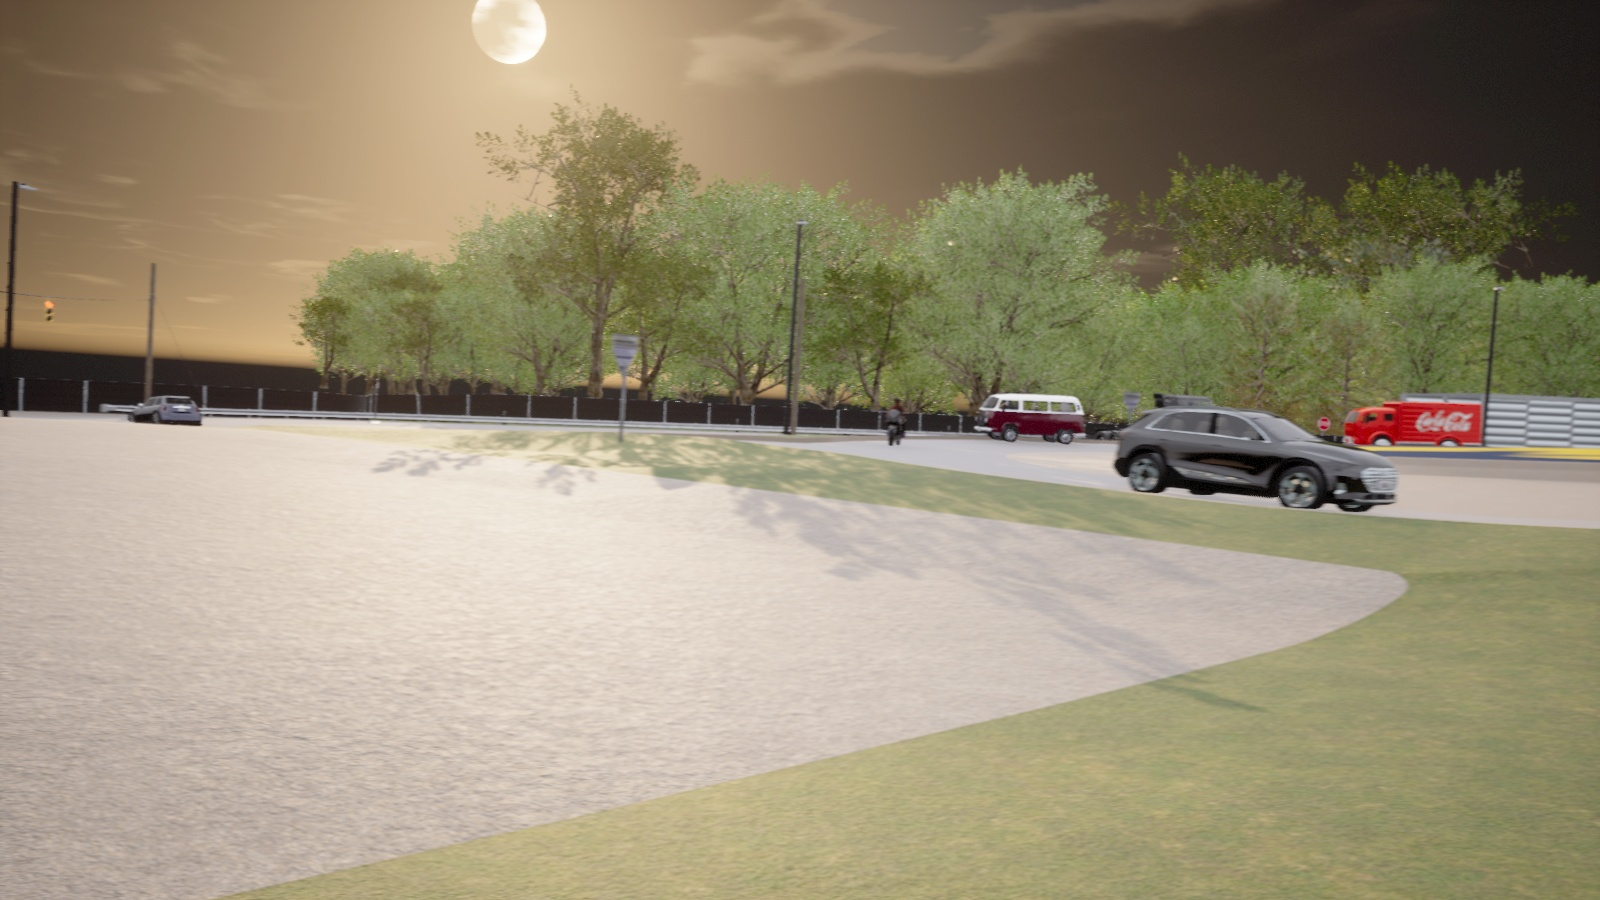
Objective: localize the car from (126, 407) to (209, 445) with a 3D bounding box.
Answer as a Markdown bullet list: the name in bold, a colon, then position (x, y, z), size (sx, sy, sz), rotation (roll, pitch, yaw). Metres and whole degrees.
- **car**: position (-28.075, -1.054, 55.668), size (3.806, 1.475, 1.970), rotation (-3, -2, 41)

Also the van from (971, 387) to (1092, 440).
- **van**: position (9.717, -1.545, 52.811), size (4.480, 2.038, 2.069), rotation (1, 3, -12)

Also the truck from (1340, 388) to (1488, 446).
- **truck**: position (26.741, -1.457, 54.871), size (5.204, 2.467, 2.627), rotation (0, 2, 6)

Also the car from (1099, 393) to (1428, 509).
- **car**: position (7.732, -0.068, 21.424), size (2.033, 1.649, 4.856), rotation (0, 3, -38)

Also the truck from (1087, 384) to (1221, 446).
- **truck**: position (20.748, -2.062, 74.079), size (2.891, 3.462, 7.936), rotation (0, 2, -27)

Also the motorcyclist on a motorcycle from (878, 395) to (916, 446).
- **motorcyclist on a motorcycle**: position (3.062, -0.937, 39.380), size (0.797, 1.523, 2.044), rotation (4, 3, 13)
